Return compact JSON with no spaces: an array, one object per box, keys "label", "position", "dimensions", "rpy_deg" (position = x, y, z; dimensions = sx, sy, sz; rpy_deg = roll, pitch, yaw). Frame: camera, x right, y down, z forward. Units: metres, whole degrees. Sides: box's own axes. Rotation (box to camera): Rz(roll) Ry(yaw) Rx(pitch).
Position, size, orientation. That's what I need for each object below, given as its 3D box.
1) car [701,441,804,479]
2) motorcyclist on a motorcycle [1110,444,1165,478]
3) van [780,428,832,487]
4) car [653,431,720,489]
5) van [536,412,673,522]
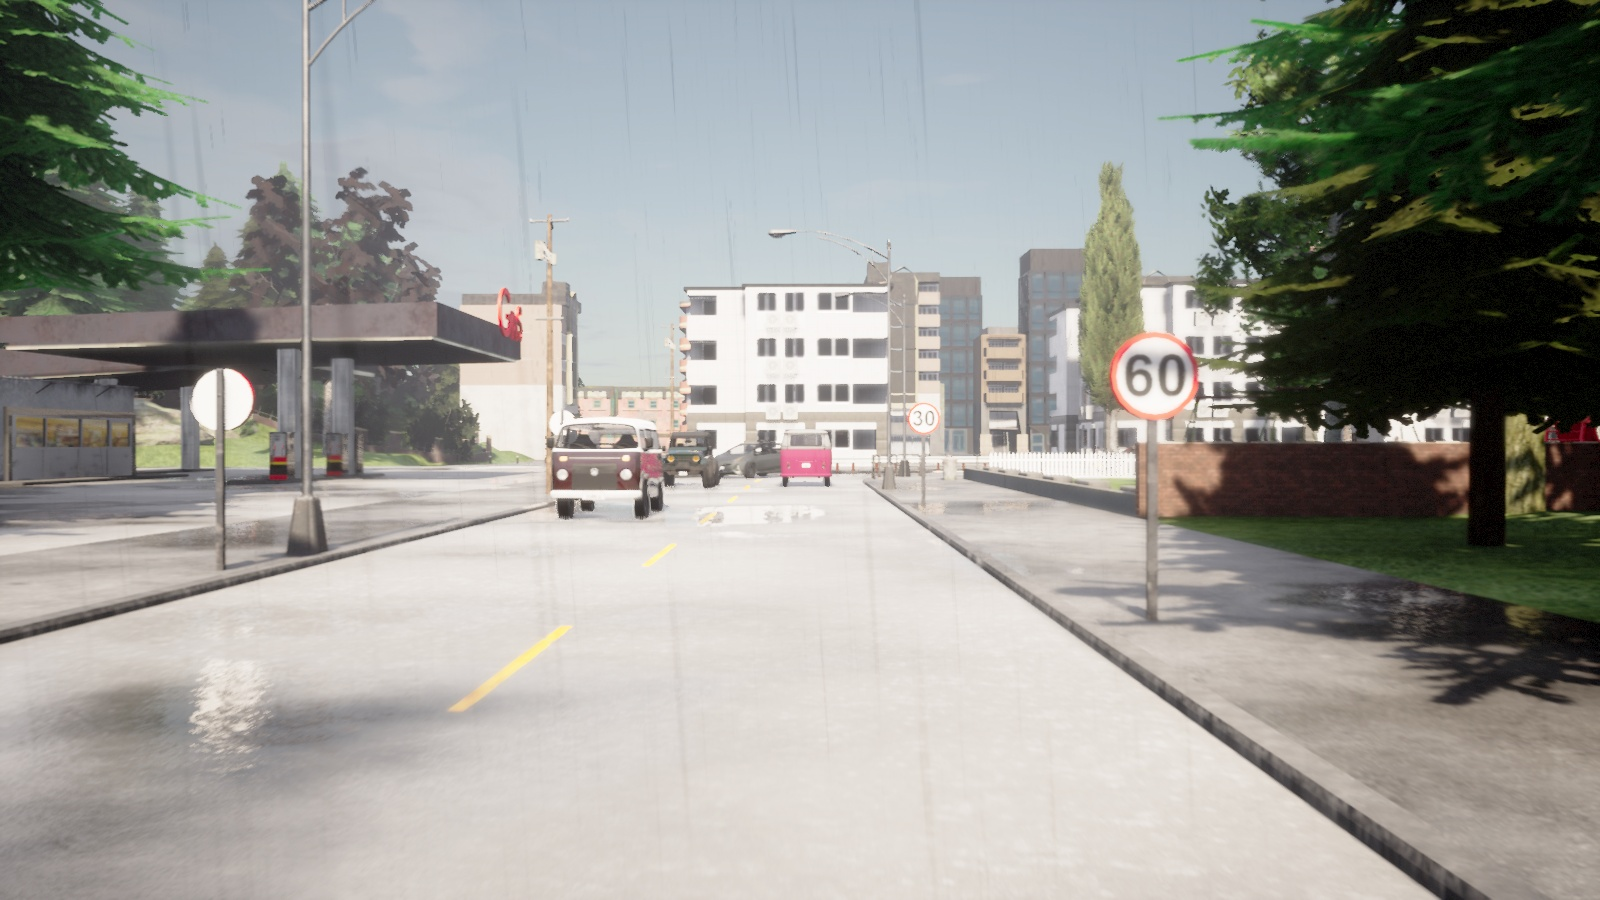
[{"label":"car","position":[-1.974,0.392,53.591],"dimensions":[2.007,1.525,4.514],"rpy_deg":[0,0,36]},{"label":"motorcyclist on a motorcycle","position":[14.952,0.480,55.716],"dimensions":[2.191,1.530,0.866],"rpy_deg":[0,0,1]},{"label":"van","position":[0.215,0.248,44.604],"dimensions":[1.775,1.987,4.442],"rpy_deg":[0,0,0]},{"label":"car","position":[-3.796,0.300,42.536],"dimensions":[1.905,1.878,3.866],"rpy_deg":[0,0,1]},{"label":"van","position":[-3.868,0.328,25.595],"dimensions":[2.069,2.038,4.480],"rpy_deg":[0,0,0]}]
